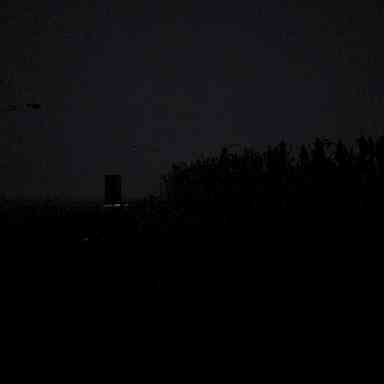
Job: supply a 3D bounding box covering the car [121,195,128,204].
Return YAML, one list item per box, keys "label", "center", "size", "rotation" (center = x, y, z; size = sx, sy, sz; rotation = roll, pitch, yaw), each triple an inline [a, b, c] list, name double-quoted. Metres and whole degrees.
- label: "car"
  center: [-11.229, 1.160, 52.393]
  size: [2.033, 1.411, 5.357]
  rotation: [-1, 1, -4]
